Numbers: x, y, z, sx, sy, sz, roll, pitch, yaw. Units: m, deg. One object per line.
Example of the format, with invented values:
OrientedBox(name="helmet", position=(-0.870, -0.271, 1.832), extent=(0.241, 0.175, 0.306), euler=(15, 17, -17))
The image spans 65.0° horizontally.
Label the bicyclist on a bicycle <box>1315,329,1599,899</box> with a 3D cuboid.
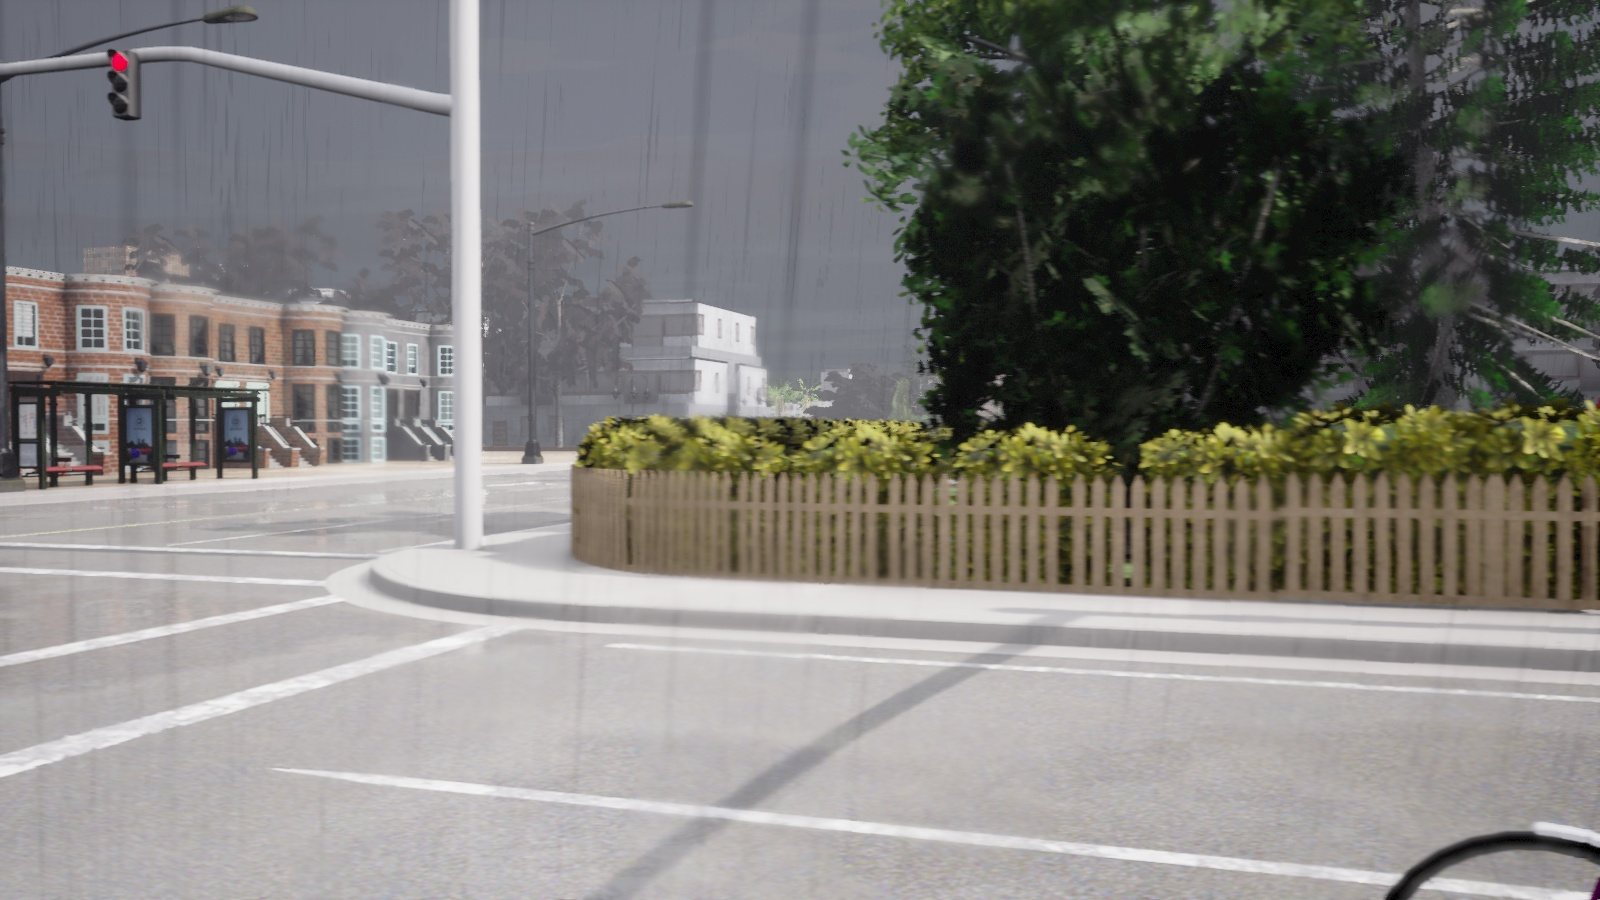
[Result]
OrientedBox(name="bicyclist on a bicycle", position=(2.054, 0.665, 2.505), extent=(1.843, 1.776, 0.659), euler=(1, 1, 18))
